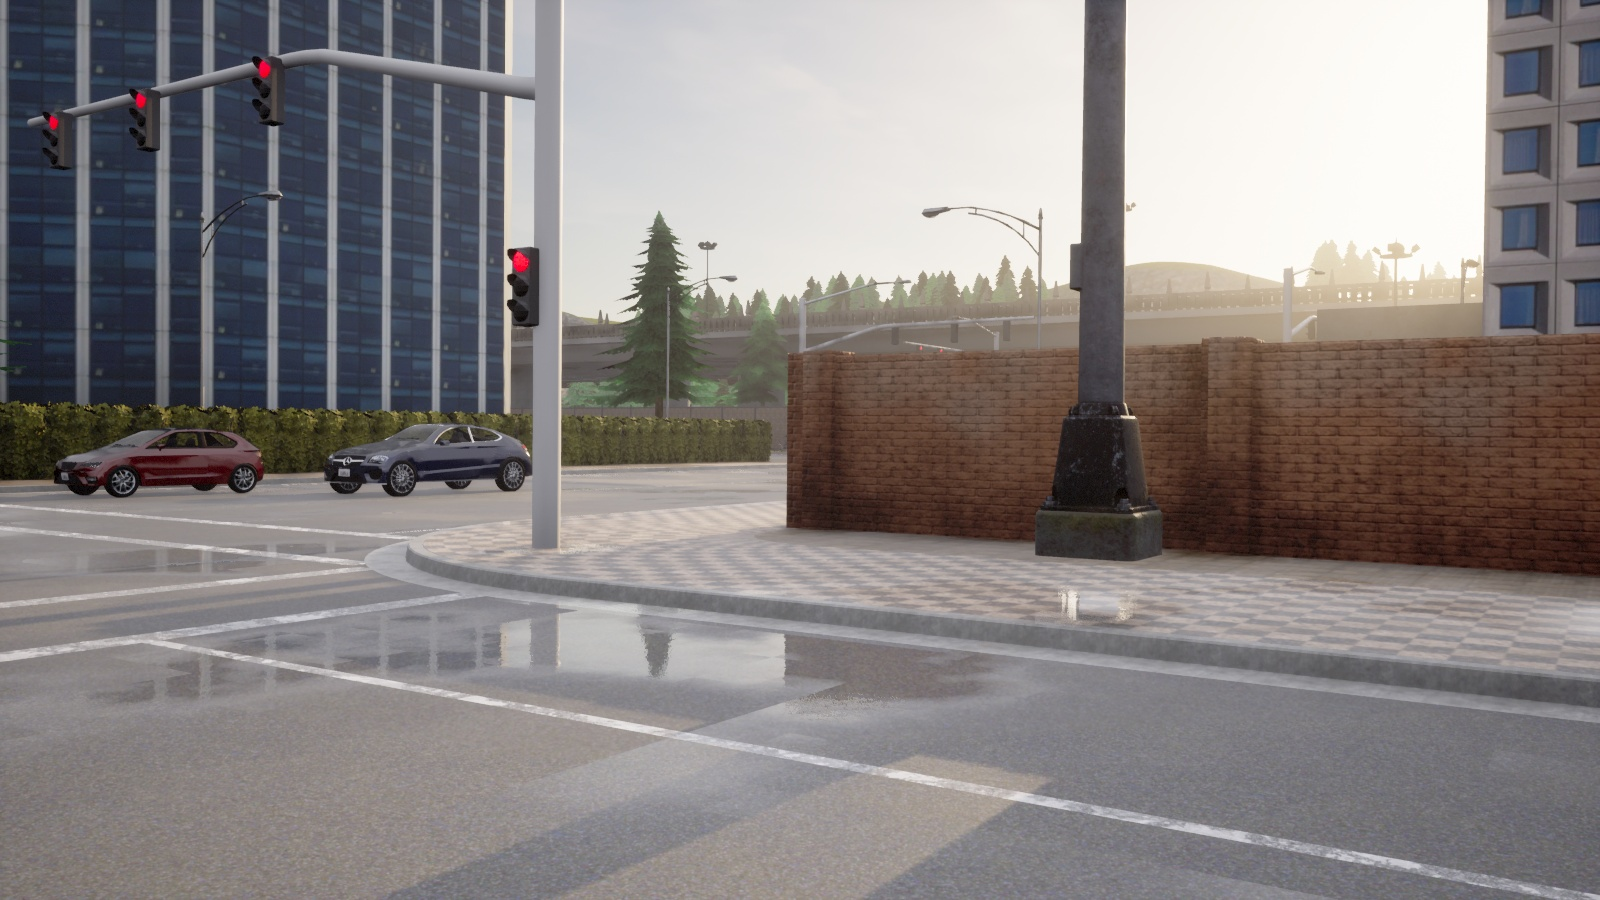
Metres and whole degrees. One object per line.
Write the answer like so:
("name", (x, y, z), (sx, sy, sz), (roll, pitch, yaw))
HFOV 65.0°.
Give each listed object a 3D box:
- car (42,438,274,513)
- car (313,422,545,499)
("car", (-14.023, 0.494, 27.653), (1.816, 1.474, 4.193), (0, 1, 33))
("car", (-8.596, 0.184, 29.564), (2.152, 1.651, 5.027), (0, 1, 33))
